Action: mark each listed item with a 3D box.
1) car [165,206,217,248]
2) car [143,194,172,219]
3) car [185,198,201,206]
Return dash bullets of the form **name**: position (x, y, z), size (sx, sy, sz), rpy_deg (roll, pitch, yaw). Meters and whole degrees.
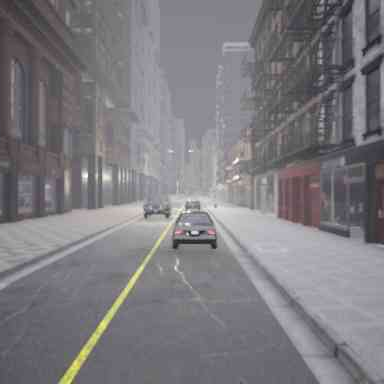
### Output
- **car**: position (0.105, 1.560, 14.911), size (2.033, 1.411, 5.357), rpy_deg (0, 0, 0)
- **car**: position (-2.994, 1.244, 30.129), size (2.150, 2.045, 5.566), rpy_deg (0, 0, 0)
- **car**: position (0.111, 1.531, 41.572), size (2.128, 1.511, 4.902), rpy_deg (0, 0, 0)
